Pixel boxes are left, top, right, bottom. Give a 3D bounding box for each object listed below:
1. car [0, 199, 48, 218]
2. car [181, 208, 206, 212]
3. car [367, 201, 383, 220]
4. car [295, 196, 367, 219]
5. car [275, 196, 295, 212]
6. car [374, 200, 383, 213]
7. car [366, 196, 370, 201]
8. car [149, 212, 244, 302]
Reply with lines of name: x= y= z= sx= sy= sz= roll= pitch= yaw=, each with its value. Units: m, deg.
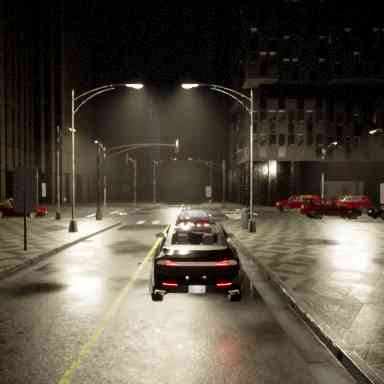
car: x=-14.967 y=1.567 z=29.050 sx=4.507 sy=1.381 sz=1.887 roll=0 pitch=1 yaw=0
car: x=0.072 y=1.550 z=17.963 sx=2.033 sy=1.411 sz=5.357 roll=0 pitch=0 yaw=0
car: x=17.717 y=1.743 z=29.204 sx=4.313 sy=1.339 sz=1.947 roll=0 pitch=1 yaw=0
car: x=12.074 y=1.463 z=29.175 sx=5.009 sy=1.841 sz=2.192 roll=0 pitch=1 yaw=0
car: x=12.044 y=1.325 z=37.698 sx=5.009 sy=1.841 sz=2.192 roll=0 pitch=1 yaw=0
car: x=23.329 y=1.634 z=37.754 sx=4.313 sy=1.339 sz=1.947 roll=0 pitch=1 yaw=0
car: x=17.688 y=1.354 z=37.725 sx=5.009 sy=1.841 sz=2.192 roll=0 pitch=1 yaw=0
car: x=0.086 y=1.490 z=8.253 sx=2.128 sy=1.511 sz=4.902 roll=0 pitch=0 yaw=0
